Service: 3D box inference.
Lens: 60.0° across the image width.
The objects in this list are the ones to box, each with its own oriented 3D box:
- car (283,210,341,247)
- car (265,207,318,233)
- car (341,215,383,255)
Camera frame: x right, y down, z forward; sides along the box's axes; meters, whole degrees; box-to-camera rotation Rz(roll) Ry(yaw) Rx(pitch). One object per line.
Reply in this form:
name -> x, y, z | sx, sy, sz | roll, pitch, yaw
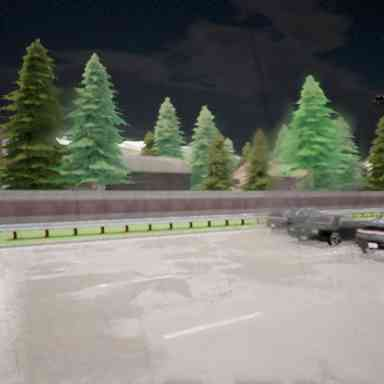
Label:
car -> 6.752, 1.692, 15.510 | 4.718, 1.301, 1.895 | 0, -1, -31
car -> 6.514, 1.615, 19.440 | 4.902, 1.511, 2.128 | 0, -1, -31
car -> 8.048, 1.550, 12.210 | 4.902, 1.511, 2.128 | 0, -1, -31
